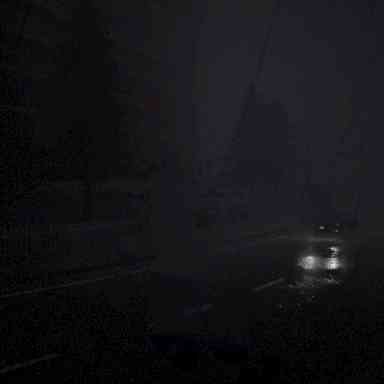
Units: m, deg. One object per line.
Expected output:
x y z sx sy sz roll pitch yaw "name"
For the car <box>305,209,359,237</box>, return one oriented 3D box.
7.822 1.623 18.454 1.994 1.385 4.181 0 0 39 "car"
